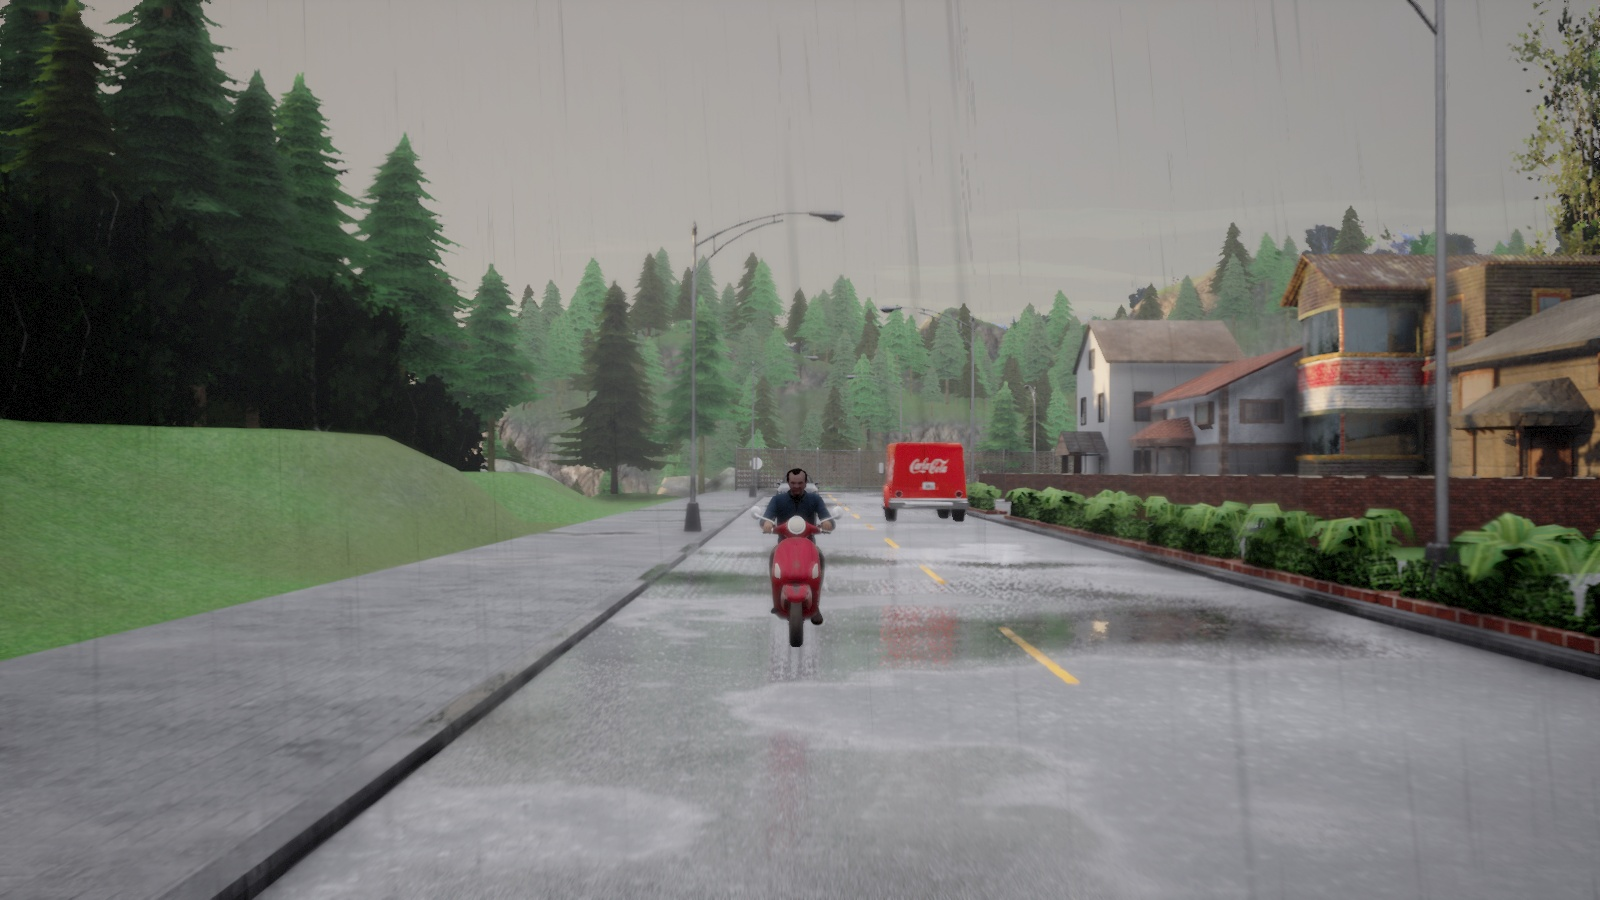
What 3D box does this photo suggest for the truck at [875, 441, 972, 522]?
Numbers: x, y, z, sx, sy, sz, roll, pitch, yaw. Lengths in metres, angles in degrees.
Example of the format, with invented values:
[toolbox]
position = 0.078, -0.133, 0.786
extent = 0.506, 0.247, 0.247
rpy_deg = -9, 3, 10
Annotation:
[truck]
position = 3.928, 0.997, 40.931
extent = 2.627, 2.467, 5.204
rpy_deg = 0, -1, 0

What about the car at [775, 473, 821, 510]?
[car]
position = -0.088, 1.705, 52.363
extent = 1.816, 1.474, 4.193
rpy_deg = 0, -1, 0

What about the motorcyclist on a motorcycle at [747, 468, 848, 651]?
[motorcyclist on a motorcycle]
position = -0.024, 0.967, 11.842
extent = 0.866, 1.590, 1.817
rpy_deg = 0, -1, 0
